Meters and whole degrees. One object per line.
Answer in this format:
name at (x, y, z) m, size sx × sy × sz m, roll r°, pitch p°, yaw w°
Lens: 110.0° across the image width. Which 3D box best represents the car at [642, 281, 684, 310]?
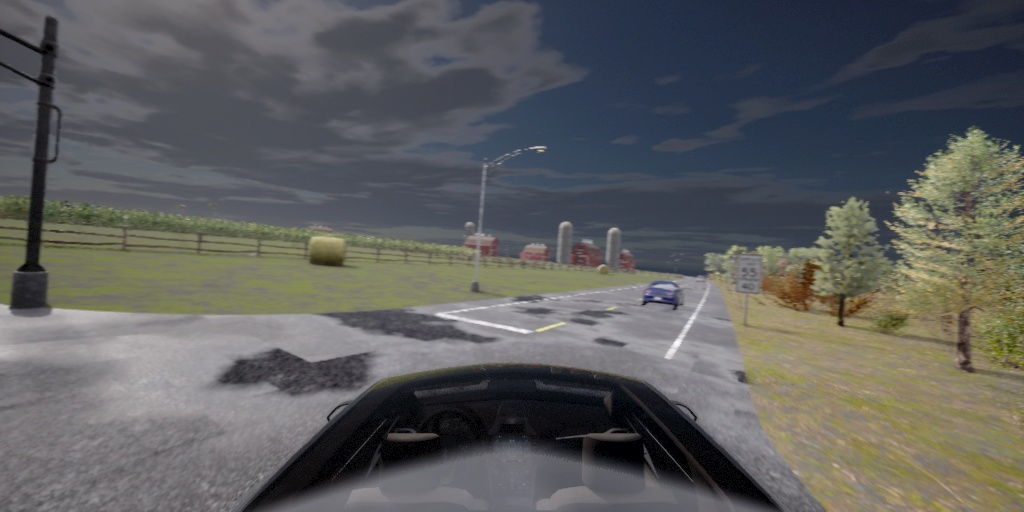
car at (8.783, 2.175, 20.730) m, size 1.812 × 1.442 × 4.674 m, roll 4°, pitch -1°, yaw 30°
